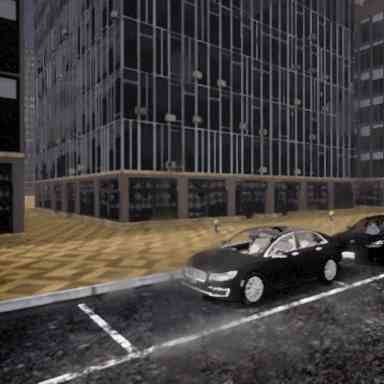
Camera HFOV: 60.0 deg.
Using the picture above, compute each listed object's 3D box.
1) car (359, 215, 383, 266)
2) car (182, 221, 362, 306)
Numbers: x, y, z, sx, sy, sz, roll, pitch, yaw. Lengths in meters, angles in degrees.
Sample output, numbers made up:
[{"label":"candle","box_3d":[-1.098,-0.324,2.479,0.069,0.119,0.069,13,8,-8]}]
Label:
[{"label":"car","box_3d":[6.450,1.479,11.173,4.313,1.339,1.947,-1,1,-36]},{"label":"car","box_3d":[1.819,1.507,7.862,4.403,1.369,2.008,-1,1,-36]}]
